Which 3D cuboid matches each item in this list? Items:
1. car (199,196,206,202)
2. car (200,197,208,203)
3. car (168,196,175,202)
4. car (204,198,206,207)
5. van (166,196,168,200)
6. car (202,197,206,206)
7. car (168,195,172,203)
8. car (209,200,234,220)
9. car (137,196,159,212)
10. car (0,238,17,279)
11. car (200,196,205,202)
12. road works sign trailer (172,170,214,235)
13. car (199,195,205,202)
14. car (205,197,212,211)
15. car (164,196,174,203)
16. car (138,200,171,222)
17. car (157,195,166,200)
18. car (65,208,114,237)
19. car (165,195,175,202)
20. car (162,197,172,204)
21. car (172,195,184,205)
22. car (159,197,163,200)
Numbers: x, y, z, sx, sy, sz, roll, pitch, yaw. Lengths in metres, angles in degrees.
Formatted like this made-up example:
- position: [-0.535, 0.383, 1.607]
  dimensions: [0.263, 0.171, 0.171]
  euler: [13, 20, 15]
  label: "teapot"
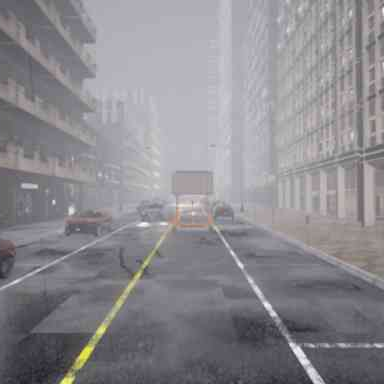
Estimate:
- position: [2.875, 1.810, 90.894]
  dimensions: [1.967, 1.590, 4.097]
  euler: [1, 0, 0]
  label: "car"
- position: [2.852, 1.909, 79.798]
  dimensions: [1.802, 1.307, 4.206]
  euler: [1, 0, 0]
  label: "car"
- position: [-5.517, 1.895, 90.653]
  dimensions: [1.752, 1.417, 4.829]
  euler: [1, 0, 0]
  label: "car"
- position: [2.781, 1.718, 40.962]
  dimensions: [1.887, 1.381, 4.507]
  euler: [1, 0, 0]
  label: "car"
- position: [-5.564, 1.581, 57.544]
  dimensions: [1.690, 1.788, 3.998]
  euler: [1, 0, 0]
  label: "van"
- position: [2.791, 1.740, 46.510]
  dimensions: [1.887, 1.381, 4.507]
  euler: [1, 0, 0]
  label: "car"
- position: [-5.554, 1.577, 63.091]
  dimensions: [2.192, 1.841, 5.009]
  euler: [1, 0, 0]
  label: "car"
- position: [2.761, 1.672, 29.866]
  dimensions: [1.887, 1.381, 4.507]
  euler: [1, 0, 0]
  label: "car"
- position: [-5.597, 1.614, 40.903]
  dimensions: [1.967, 1.590, 4.097]
  euler: [1, 0, 0]
  label: "car"
- position: [-5.661, 1.617, 7.621]
  dimensions: [1.802, 1.307, 4.206]
  euler: [1, 0, 0]
  label: "car"
- position: [2.812, 1.790, 57.606]
  dimensions: [2.008, 1.369, 4.403]
  euler: [1, 0, 0]
  label: "car"
- position: [0.036, 0.548, 19.352]
  dimensions: [2.380, 3.560, 2.880]
  euler: [0, 0, 0]
  label: "road works sign trailer"
- position: [2.833, 1.809, 68.871]
  dimensions: [1.752, 1.417, 4.829]
  euler: [1, 0, 0]
  label: "car"
- position: [2.773, 1.591, 35.414]
  dimensions: [1.967, 1.590, 4.097]
  euler: [1, 0, 0]
  label: "car"
- position: [-5.525, 1.768, 79.731]
  dimensions: [1.967, 1.590, 4.097]
  euler: [1, 0, 0]
  label: "car"
- position: [-3.046, 1.645, 27.825]
  dimensions: [1.812, 1.442, 4.674]
  euler: [0, 0, 0]
  label: "car"
- position: [-5.576, 1.658, 51.998]
  dimensions: [1.967, 1.590, 4.097]
  euler: [1, 0, 0]
  label: "car"
- position: [-5.640, 1.626, 18.716]
  dimensions: [1.887, 1.381, 4.507]
  euler: [1, 0, 0]
  label: "car"
- position: [-5.516, 1.664, 85.278]
  dimensions: [2.192, 1.841, 5.009]
  euler: [1, 0, 0]
  label: "car"
- position: [-5.537, 1.856, 74.183]
  dimensions: [2.008, 1.369, 4.403]
  euler: [1, 0, 0]
  label: "car"
- position: [-2.874, 1.536, 68.549]
  dimensions: [2.150, 2.045, 5.566]
  euler: [0, 0, 0]
  label: "car"
- position: [-5.589, 1.741, 46.450]
  dimensions: [1.887, 1.381, 4.507]
  euler: [1, 0, 0]
  label: "car"
